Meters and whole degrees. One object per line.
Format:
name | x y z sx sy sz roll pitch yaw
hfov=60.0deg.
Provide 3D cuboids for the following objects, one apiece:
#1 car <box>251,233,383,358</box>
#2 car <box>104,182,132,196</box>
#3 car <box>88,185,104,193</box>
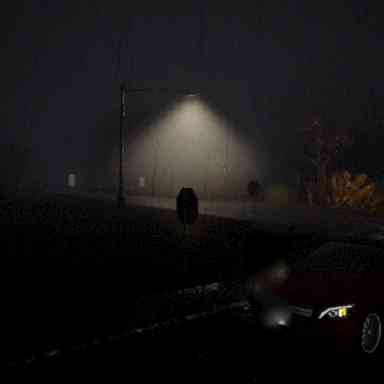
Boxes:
car | 3.160 1.539 6.089 4.674 1.442 1.812 0 0 -35
car | -11.190 -0.473 51.553 2.150 2.045 5.566 0 2 -35
car | -17.207 -0.553 60.037 1.882 1.535 5.008 0 2 -35
